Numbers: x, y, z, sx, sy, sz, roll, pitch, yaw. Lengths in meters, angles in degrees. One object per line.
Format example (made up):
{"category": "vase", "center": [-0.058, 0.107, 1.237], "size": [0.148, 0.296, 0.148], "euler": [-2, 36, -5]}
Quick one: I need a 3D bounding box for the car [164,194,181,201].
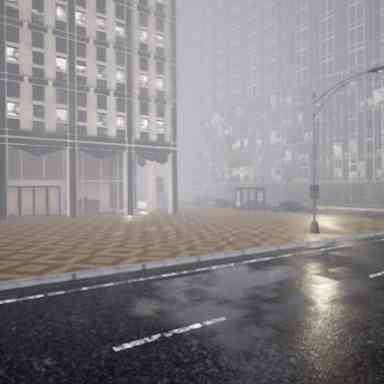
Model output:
{"category": "car", "center": [-4.250, 1.176, 73.231], "size": [1.802, 1.307, 4.206], "euler": [0, 1, -34]}

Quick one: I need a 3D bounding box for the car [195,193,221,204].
{"category": "car", "center": [2.394, 1.255, 58.976], "size": [2.128, 1.511, 4.902], "euler": [-1, 1, -35]}

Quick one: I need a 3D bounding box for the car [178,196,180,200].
{"category": "car", "center": [-4.929, 1.149, 69.629], "size": [1.837, 1.490, 4.892], "euler": [-1, 1, -34]}

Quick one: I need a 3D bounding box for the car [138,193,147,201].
{"category": "car", "center": [-11.157, 1.228, 68.485], "size": [2.008, 1.369, 4.403], "euler": [0, 1, -34]}

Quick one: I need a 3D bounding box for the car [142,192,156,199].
{"category": "car", "center": [-10.687, 0.928, 82.597], "size": [1.967, 1.590, 4.097], "euler": [0, 1, -34]}

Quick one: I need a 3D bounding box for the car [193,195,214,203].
{"category": "car", "center": [2.188, 1.282, 63.862], "size": [1.802, 1.307, 4.206], "euler": [0, 1, -34]}

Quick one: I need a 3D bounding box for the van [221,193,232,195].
{"category": "van", "center": [5.407, 1.093, 59.175], "size": [1.690, 1.788, 3.998], "euler": [0, 1, -34]}

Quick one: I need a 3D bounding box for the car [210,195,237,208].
{"category": "car", "center": [4.892, 1.504, 45.035], "size": [1.947, 1.339, 4.313], "euler": [0, 1, -34]}

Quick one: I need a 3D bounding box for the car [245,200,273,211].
{"category": "car", "center": [8.063, 1.572, 40.318], "size": [1.802, 1.307, 4.206], "euler": [0, 1, -34]}

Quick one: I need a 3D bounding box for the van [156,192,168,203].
{"category": "van", "center": [-4.718, 1.124, 59.114], "size": [1.690, 1.788, 3.998], "euler": [0, 1, -34]}

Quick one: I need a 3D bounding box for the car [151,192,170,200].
{"category": "car", "center": [-7.468, 0.856, 77.912], "size": [2.192, 1.841, 5.009], "euler": [0, 1, -34]}

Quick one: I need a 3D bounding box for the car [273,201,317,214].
{"category": "car", "center": [11.268, 1.607, 35.622], "size": [1.947, 1.339, 4.313], "euler": [0, 1, -34]}
